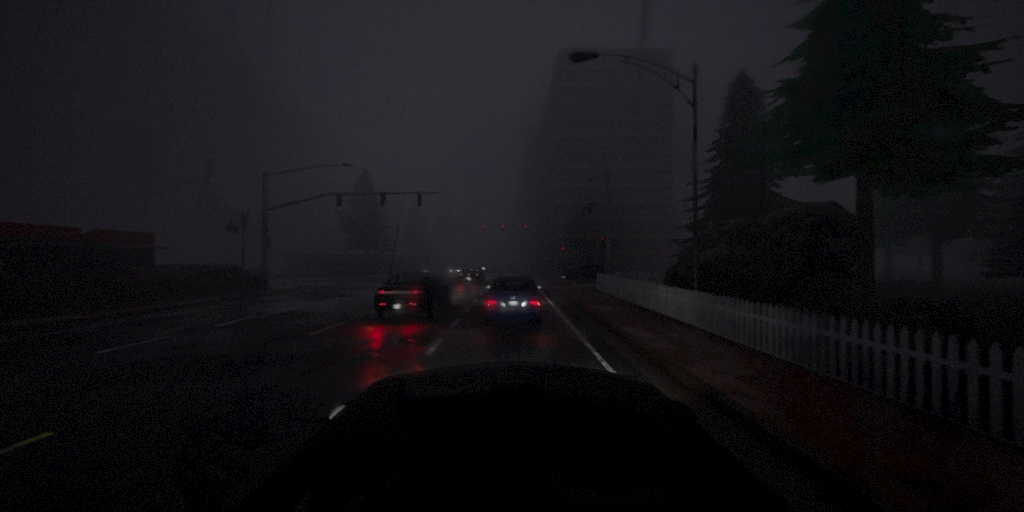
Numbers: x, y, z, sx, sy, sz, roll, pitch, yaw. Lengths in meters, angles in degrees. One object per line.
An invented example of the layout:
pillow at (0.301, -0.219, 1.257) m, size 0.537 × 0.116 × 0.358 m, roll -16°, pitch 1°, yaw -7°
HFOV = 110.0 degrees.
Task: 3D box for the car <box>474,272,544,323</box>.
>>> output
car at (0.069, 1.377, 12.417) m, size 2.033 × 1.411 × 5.357 m, roll 0°, pitch 0°, yaw 0°

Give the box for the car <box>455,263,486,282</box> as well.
car at (-3.399, 1.557, 30.904) m, size 1.895 × 1.301 × 4.718 m, roll 0°, pitch -1°, yaw 0°

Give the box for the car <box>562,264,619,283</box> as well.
car at (6.501, 1.413, 29.256) m, size 4.892 × 1.490 × 1.837 m, roll 0°, pitch -3°, yaw -15°

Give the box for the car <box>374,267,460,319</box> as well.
car at (-3.427, 1.326, 13.170) m, size 2.128 × 1.511 × 4.902 m, roll 0°, pitch -1°, yaw 0°
